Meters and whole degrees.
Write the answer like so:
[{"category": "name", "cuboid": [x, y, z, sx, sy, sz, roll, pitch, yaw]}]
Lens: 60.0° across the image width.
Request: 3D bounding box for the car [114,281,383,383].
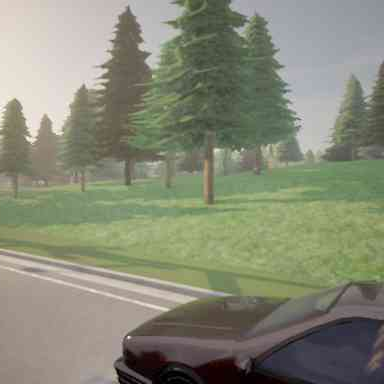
[{"category": "car", "cuboid": [1.782, 1.547, 2.719, 5.357, 1.411, 2.033, 0, 0, 35]}]
